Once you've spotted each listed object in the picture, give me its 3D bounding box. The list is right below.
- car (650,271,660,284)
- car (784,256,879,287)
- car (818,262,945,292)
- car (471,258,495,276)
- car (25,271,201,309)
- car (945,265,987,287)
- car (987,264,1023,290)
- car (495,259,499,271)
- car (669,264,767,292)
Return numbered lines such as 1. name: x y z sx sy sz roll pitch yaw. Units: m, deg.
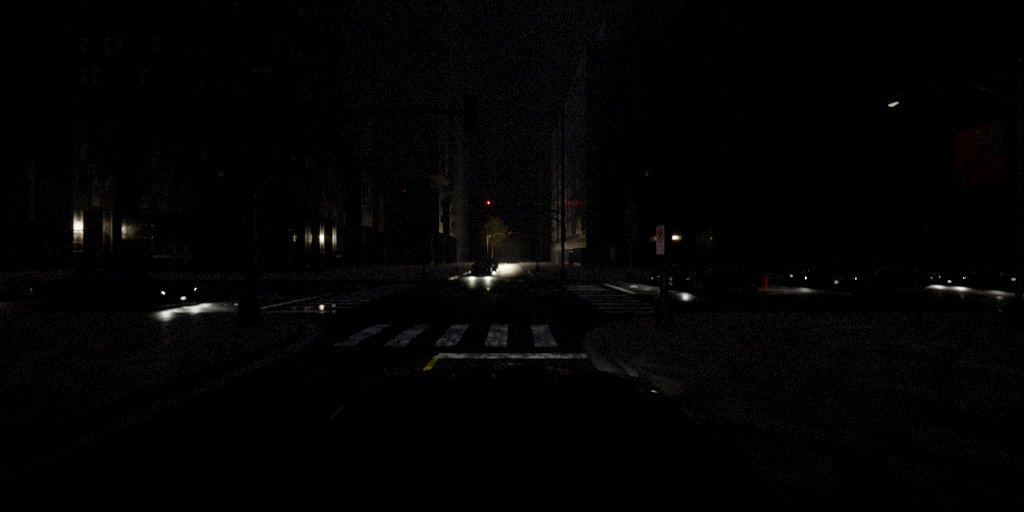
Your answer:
1. car: 11.853 1.258 24.161 4.892 1.490 1.837 0 0 -1
2. car: 21.584 0.987 24.097 5.566 2.045 2.150 0 0 1
3. car: 21.330 1.262 20.862 4.902 1.511 2.128 0 0 0
4. car: -3.102 1.226 37.480 1.882 1.535 5.008 0 0 1
5. car: -15.762 1.293 14.306 5.357 1.411 2.033 0 0 0
6. car: 32.040 1.327 24.062 5.357 1.411 2.033 0 0 0
7. car: 31.943 1.007 20.813 5.566 2.045 2.150 0 0 0
8. car: -3.116 1.100 47.261 2.097 1.767 4.553 0 0 0
9. car: 12.007 1.237 20.905 5.008 1.535 1.882 0 0 1
